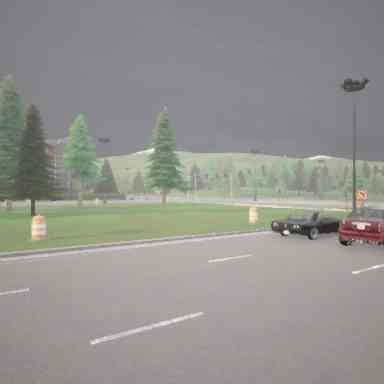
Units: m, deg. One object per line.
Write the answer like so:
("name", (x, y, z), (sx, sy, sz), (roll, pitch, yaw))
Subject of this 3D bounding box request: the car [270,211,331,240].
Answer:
("car", (6.261, 1.615, 16.933), (4.718, 1.301, 1.895), (0, 0, -35))

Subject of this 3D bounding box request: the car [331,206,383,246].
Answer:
("car", (8.244, 1.365, 14.049), (4.553, 1.767, 2.097), (0, 0, -35))
